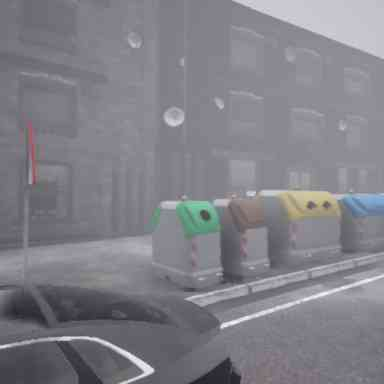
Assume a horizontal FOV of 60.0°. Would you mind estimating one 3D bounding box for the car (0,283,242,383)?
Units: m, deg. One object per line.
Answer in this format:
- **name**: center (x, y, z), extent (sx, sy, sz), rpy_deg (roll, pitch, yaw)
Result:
- **car**: center (-1.880, 1.515, 1.934), extent (4.892, 1.490, 1.837), rpy_deg (-1, 1, -35)
